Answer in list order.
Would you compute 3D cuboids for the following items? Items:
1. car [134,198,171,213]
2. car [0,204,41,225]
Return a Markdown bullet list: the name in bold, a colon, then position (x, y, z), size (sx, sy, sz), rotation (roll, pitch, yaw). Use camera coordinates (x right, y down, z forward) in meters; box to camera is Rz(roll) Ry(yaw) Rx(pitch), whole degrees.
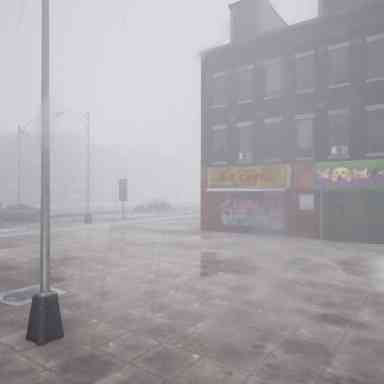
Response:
- **car**: position (-4.142, 1.421, 35.718), size (1.812, 1.442, 4.674), rotation (0, 0, 35)
- **car**: position (-12.774, 1.515, 23.502), size (1.994, 1.385, 4.181), rotation (0, 0, 36)
